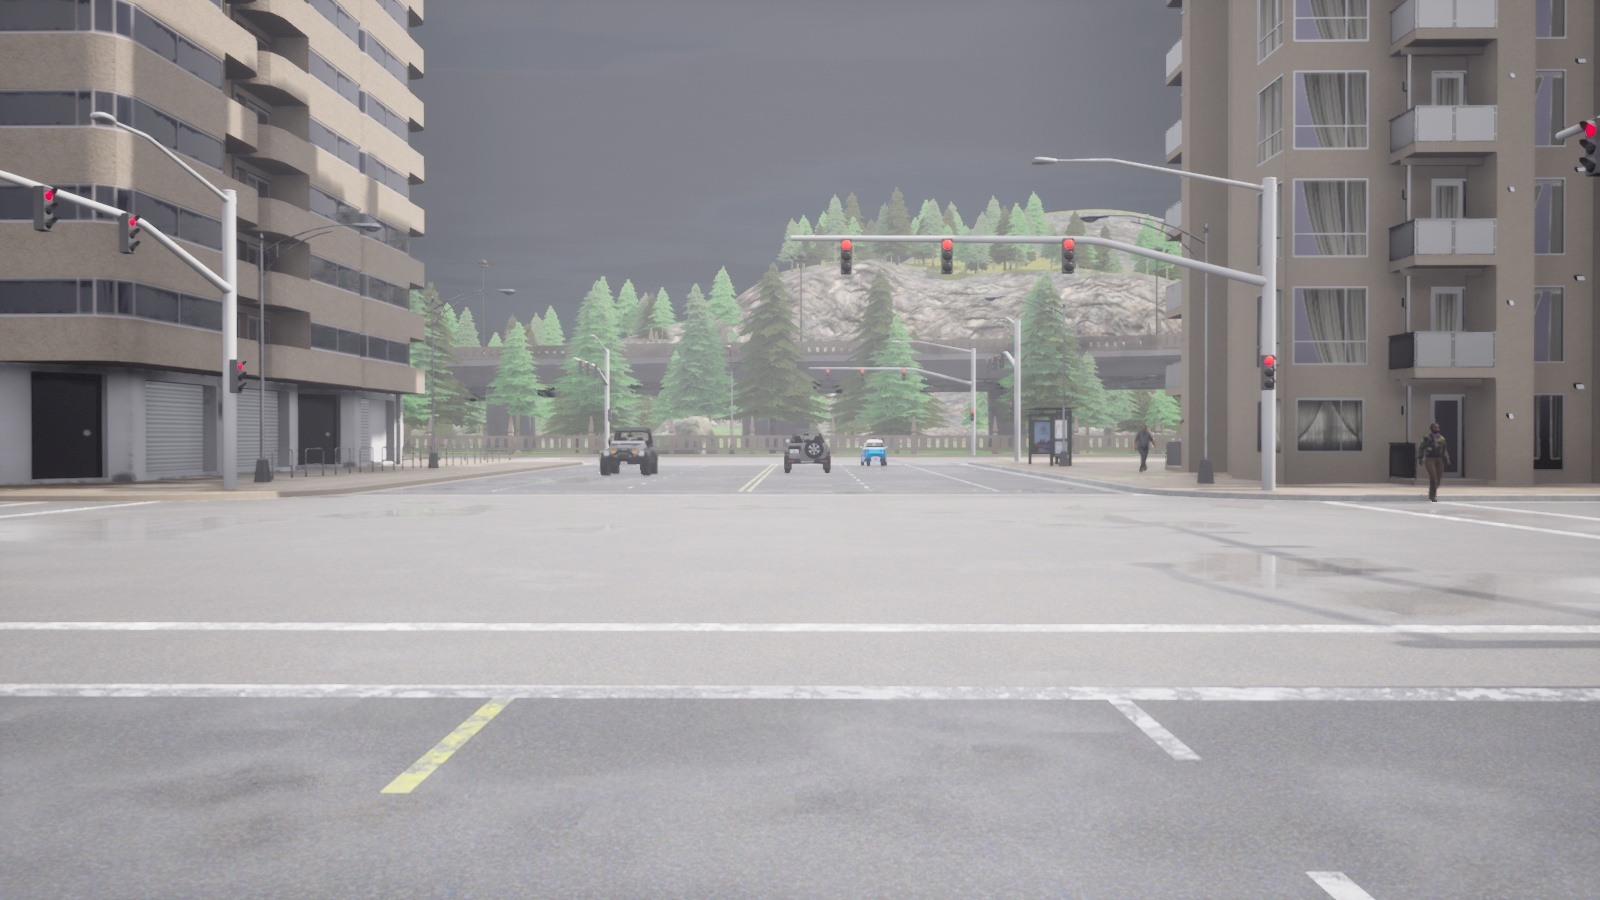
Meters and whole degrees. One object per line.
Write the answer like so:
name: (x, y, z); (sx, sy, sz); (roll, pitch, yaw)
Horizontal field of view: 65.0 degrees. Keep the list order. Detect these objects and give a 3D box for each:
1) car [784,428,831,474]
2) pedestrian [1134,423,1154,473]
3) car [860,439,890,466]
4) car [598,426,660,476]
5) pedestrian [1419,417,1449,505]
car: (0.316, 0.010, 53.457); (1.932, 1.855, 4.605); (0, 1, 0)
pedestrian: (12.756, -0.068, 46.617); (0.540, 1.848, 0.694); (0, 1, -1)
car: (3.885, 0.130, 65.273); (1.481, 1.376, 2.207); (0, 0, 1)
car: (-6.706, 0.025, 49.496); (1.905, 1.878, 3.866); (0, 1, 0)
pedestrian: (14.114, 0.236, 27.955); (0.395, 1.930, 0.692); (0, 1, 8)
